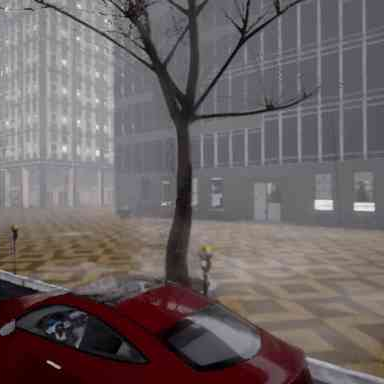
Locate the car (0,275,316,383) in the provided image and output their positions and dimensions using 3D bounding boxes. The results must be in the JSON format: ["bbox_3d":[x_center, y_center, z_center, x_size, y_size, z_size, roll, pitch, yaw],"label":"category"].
[{"bbox_3d":[-0.881,1.579,3.511,4.206,1.307,1.802,0,0,36],"label":"car"}]
